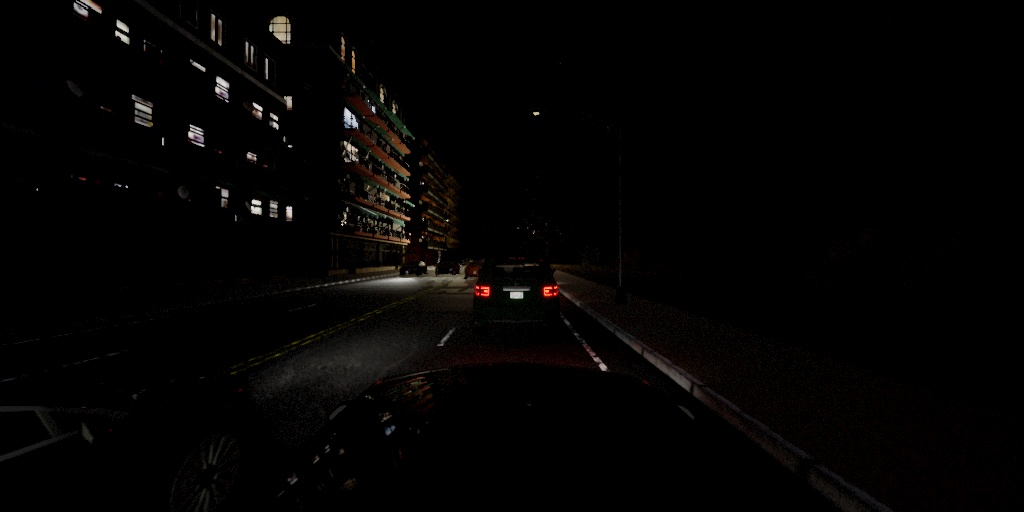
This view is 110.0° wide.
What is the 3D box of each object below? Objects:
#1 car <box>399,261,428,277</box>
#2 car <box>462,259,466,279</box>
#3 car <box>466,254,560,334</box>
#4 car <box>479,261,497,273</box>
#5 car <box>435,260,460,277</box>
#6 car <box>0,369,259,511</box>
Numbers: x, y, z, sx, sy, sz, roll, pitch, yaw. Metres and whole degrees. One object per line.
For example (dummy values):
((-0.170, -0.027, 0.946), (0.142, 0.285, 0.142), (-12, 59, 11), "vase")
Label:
((-9.746, 1.243, 35.775), (2.128, 1.511, 4.902), (0, 0, 0), "car")
((-3.057, 1.230, 32.133), (1.882, 1.535, 5.008), (0, -1, 0), "car")
((0.121, 0.973, 10.733), (2.150, 2.045, 5.566), (0, 0, 0), "car")
((-3.015, 1.351, 45.396), (1.895, 1.301, 4.718), (0, 0, 0), "car")
((-6.495, 1.229, 36.417), (1.882, 1.535, 5.008), (0, 0, 0), "car")
((-3.154, 1.241, 1.191), (2.128, 1.511, 4.902), (0, 0, 0), "car")
